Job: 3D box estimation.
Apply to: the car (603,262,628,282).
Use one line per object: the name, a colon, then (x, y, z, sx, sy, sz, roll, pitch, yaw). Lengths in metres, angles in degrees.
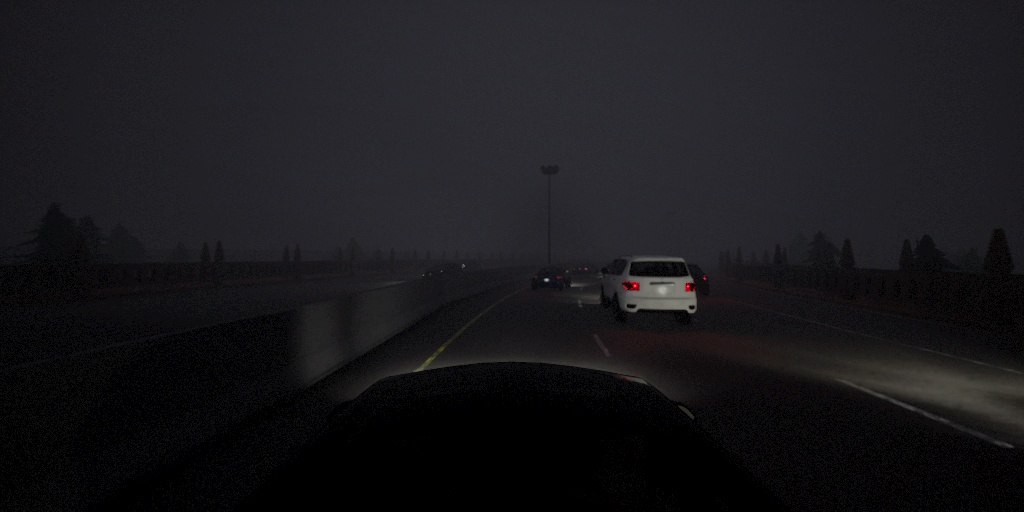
car: (9.154, 1.338, 31.504, 1.837, 1.490, 4.892, 0, 0, 20)

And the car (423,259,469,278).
car: (-5.871, 1.273, 31.221, 1.837, 1.490, 4.892, 0, 0, 17)

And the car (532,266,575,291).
car: (2.552, 1.357, 22.537, 1.994, 1.385, 4.181, 0, 0, 16)

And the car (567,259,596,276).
car: (8.181, 1.388, 39.314, 2.033, 1.411, 5.357, 0, 0, 28)

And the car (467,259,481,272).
car: (-5.507, 1.136, 42.419, 2.097, 1.767, 4.553, 0, 0, 23)

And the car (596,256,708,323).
car: (4.441, 1.007, 12.469, 2.150, 2.045, 5.566, 0, 0, 7)
